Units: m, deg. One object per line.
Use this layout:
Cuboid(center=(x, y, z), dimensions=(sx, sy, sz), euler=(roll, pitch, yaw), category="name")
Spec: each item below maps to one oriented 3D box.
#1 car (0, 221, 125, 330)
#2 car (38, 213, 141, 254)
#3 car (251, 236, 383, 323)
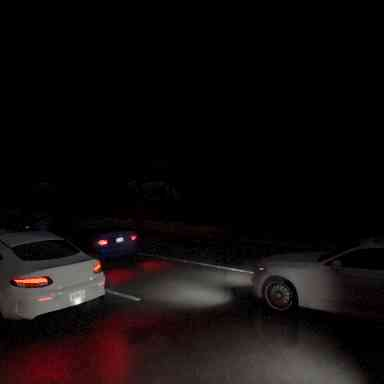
Cuboid(center=(-3.696, 1.455, 6.663), dimensions=(4.674, 1.442, 1.812), euler=(1, 1, 36), category="car")
Cuboid(center=(-4.169, 1.430, 11.322), dimensions=(5.357, 1.411, 2.033), euler=(1, 1, 36), category="car")
Cuboid(center=(3.356, 1.525, 5.898), dimensions=(4.674, 1.442, 1.812), euler=(0, 0, 36), category="car")
